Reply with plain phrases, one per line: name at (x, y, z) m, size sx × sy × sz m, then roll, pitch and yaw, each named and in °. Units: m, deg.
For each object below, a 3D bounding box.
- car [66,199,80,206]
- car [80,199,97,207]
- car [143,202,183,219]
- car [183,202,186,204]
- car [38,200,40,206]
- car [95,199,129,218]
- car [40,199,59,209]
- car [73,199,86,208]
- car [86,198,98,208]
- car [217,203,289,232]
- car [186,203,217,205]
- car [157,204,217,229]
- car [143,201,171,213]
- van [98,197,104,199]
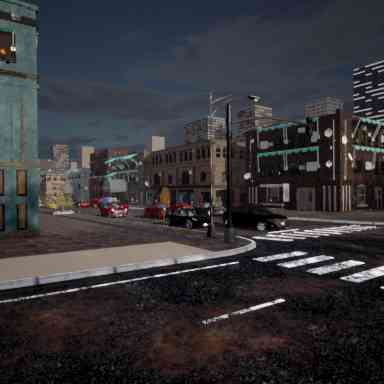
car at (-27.282, 2.364, 76.110) m, size 1.947 × 1.339 × 4.313 m, roll -1°, pitch 0°, yaw -36°
car at (-20.844, 2.228, 67.105) m, size 1.887 × 1.381 × 4.507 m, roll -1°, pitch 0°, yaw -36°
car at (-3.123, 1.884, 32.377) m, size 1.994 × 1.385 × 4.181 m, roll -1°, pitch 0°, yaw -36°
car at (-1.528, 1.904, 40.089) m, size 1.802 × 1.307 × 4.206 m, roll -2°, pitch 0°, yaw -36°
car at (-30.879, 2.376, 66.733) m, size 2.008 × 1.369 × 4.403 m, roll -1°, pitch 0°, yaw -36°
car at (-8.347, 1.846, 35.213) m, size 1.967 × 1.590 × 4.097 m, roll -1°, pitch 0°, yaw -36°
car at (-24.342, 2.233, 57.588) m, size 1.752 × 1.417 × 4.829 m, roll -1°, pitch 0°, yaw -36°
car at (-20.567, 2.230, 62.277) m, size 1.994 × 1.385 × 4.181 m, roll -1°, pitch 0°, yaw -36°
car at (-17.630, 1.940, 62.602) m, size 2.192 × 1.841 × 5.009 m, roll -1°, pitch 0°, yaw -36°
car at (4.082, 1.653, 22.016) m, size 1.882 × 1.535 × 5.008 m, roll -1°, pitch 0°, yaw -33°
car at (1.691, 1.810, 35.586) m, size 2.008 × 1.369 × 4.403 m, roll -2°, pitch 0°, yaw -36°
car at (-0.372, 1.815, 23.854) m, size 1.947 × 1.339 × 4.313 m, roll -2°, pitch 0°, yaw -36°
car at (-4.746, 1.966, 44.591) m, size 1.802 × 1.307 × 4.206 m, roll -2°, pitch 0°, yaw -36°
van at (-14.410, 1.907, 58.099) m, size 1.690 × 1.788 × 3.998 m, roll -1°, pitch 0°, yaw -36°
